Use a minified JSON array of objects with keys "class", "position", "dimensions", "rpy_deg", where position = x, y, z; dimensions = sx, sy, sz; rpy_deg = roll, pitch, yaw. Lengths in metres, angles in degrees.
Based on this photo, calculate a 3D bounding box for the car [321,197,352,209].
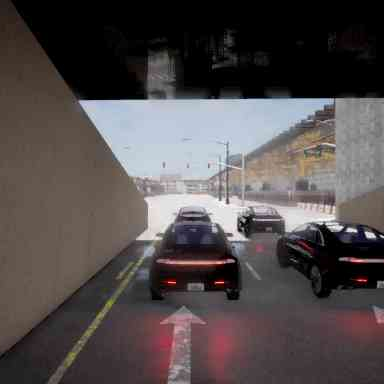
[{"class":"car","position":[17.446,1.295,40.120],"dimensions":[1.853,1.218,4.536],"rpy_deg":[0,0,45]}]

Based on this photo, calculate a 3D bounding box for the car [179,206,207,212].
[{"class":"car","position":[0.043,1.505,17.515],"dimensions":[1.837,1.490,4.892],"rpy_deg":[0,0,0]}]

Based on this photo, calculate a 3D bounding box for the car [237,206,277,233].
[{"class":"car","position":[3.541,1.491,17.690],"dimensions":[2.128,1.511,4.902],"rpy_deg":[0,0,0]}]

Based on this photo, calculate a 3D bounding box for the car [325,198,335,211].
[{"class":"car","position":[17.320,1.453,35.476],"dimensions":[2.038,1.542,4.974],"rpy_deg":[0,0,-35]}]

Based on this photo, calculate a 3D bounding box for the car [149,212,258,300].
[{"class":"car","position":[0.064,1.492,8.395],"dimensions":[2.128,1.511,4.902],"rpy_deg":[0,0,0]}]

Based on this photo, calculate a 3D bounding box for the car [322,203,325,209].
[{"class":"car","position":[17.410,1.453,40.083],"dimensions":[2.038,1.542,4.974],"rpy_deg":[0,0,45]}]

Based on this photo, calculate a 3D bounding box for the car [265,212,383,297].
[{"class":"car","position":[3.561,1.492,8.557],"dimensions":[2.128,1.511,4.902],"rpy_deg":[0,0,0]}]
